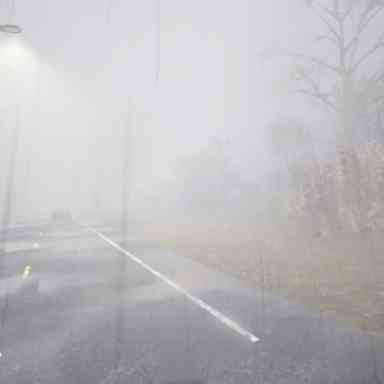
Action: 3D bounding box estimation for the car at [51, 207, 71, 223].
[{"bbox_3d":[-14.688,2.508,37.378,1.882,1.535,5.008,-4,0,-23],"label":"car"}]

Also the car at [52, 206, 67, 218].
[{"bbox_3d":[-19.275,2.854,48.339,1.882,1.535,5.008,-4,0,-22],"label":"car"}]
